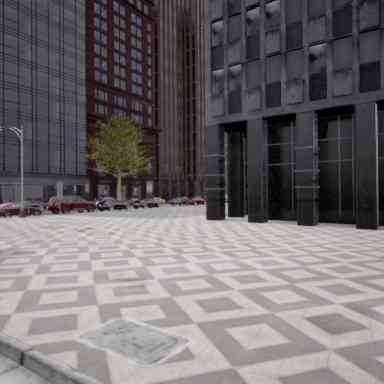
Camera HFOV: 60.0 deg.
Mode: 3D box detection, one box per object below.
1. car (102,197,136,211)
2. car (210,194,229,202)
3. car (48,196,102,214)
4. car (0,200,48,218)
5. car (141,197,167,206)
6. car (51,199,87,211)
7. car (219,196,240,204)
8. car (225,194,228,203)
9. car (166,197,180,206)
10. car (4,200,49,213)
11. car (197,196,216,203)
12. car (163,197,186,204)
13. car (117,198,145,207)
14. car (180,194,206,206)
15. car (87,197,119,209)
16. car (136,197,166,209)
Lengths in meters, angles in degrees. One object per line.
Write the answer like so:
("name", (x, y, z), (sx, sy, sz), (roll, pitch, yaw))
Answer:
("car", (-8.993, 1.526, 38.598), (1.947, 1.339, 4.313), (-1, 0, 35))
("car", (6.361, 1.298, 75.956), (2.192, 1.841, 5.009), (-1, 0, 35))
("car", (-12.191, 1.291, 33.954), (2.192, 1.841, 5.009), (-1, 0, 35))
("car", (-15.385, 1.577, 29.307), (1.802, 1.307, 4.206), (-1, 0, 35))
("car", (-6.520, 1.546, 57.230), (1.752, 1.417, 4.829), (-1, 0, 35))
("car", (-16.013, 1.643, 43.433), (1.802, 1.307, 4.206), (-1, 0, 35))
("car", (6.988, 1.465, 61.824), (1.947, 1.339, 4.313), (-1, 0, 35))
("car", (3.790, 1.224, 57.181), (2.192, 1.841, 5.009), (-1, 0, 35))
("car", (-1.647, 1.498, 53.893), (2.033, 1.411, 5.357), (-1, 0, 35))
("car", (-19.209, 1.644, 38.787), (1.947, 1.339, 4.313), (-1, 0, 35))
("car", (3.166, 1.537, 71.309), (1.887, 1.381, 4.507), (-1, 0, 35))
("car", (-3.227, 1.576, 62.017), (1.947, 1.339, 4.313), (-1, 0, 35))
("car", (-9.620, 1.614, 52.725), (1.802, 1.307, 4.206), (-1, 0, 35))
("car", (0.595, 1.464, 52.534), (1.887, 1.381, 4.507), (-1, 0, 35))
("car", (-12.818, 1.486, 48.079), (1.967, 1.590, 4.097), (-1, 0, 35))
("car", (-5.797, 1.510, 43.242), (1.947, 1.339, 4.313), (-1, 0, 35))
